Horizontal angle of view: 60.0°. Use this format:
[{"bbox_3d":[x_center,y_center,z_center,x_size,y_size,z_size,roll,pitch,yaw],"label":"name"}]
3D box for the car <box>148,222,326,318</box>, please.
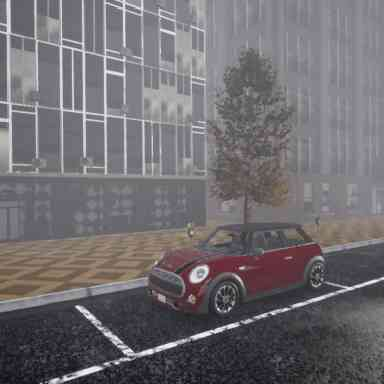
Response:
[{"bbox_3d":[1.059,1.439,7.323,4.097,1.590,1.967,0,-1,-35],"label":"car"}]
